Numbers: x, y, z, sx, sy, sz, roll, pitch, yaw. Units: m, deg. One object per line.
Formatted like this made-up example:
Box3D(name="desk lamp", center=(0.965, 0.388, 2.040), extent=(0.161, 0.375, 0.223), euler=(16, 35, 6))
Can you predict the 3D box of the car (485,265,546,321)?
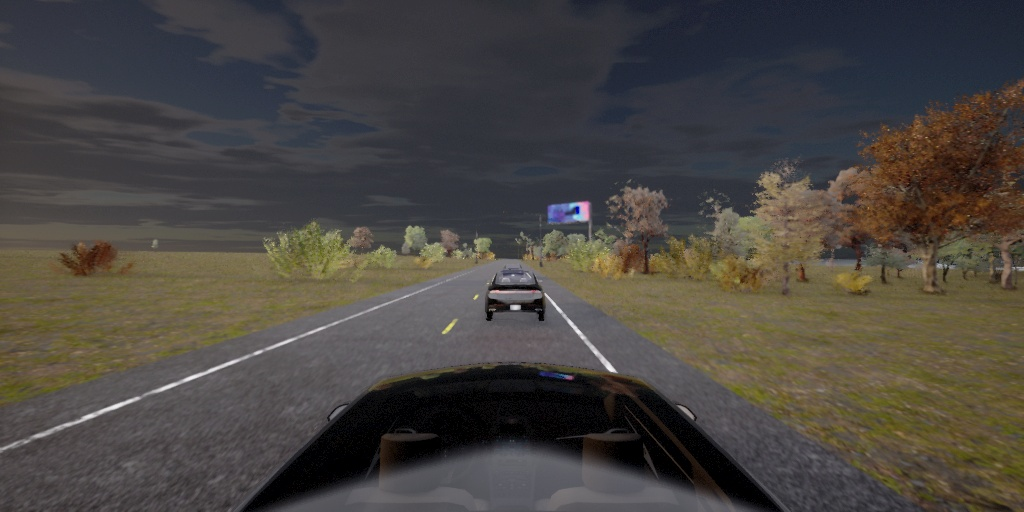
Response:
Box3D(name="car", center=(0.100, 1.245, 12.569), extent=(2.128, 1.511, 4.902), euler=(0, 0, 0))
